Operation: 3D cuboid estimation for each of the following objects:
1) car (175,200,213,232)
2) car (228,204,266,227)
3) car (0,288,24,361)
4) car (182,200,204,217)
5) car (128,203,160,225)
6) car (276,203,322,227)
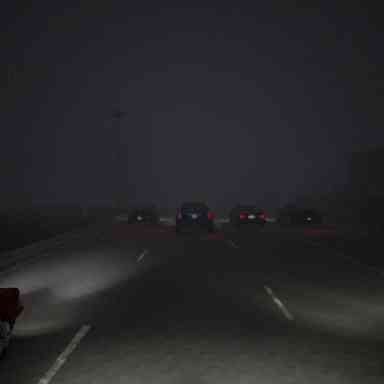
[{"bbox_3d":[0.106,1.342,19.949,2.097,1.767,4.553,0,0,-1],"label":"car"},{"bbox_3d":[3.602,1.535,22.405,2.033,1.411,5.357,0,0,0],"label":"car"},{"bbox_3d":[-3.399,1.599,2.762,1.895,1.301,4.718,0,0,0],"label":"car"},{"bbox_3d":[0.102,1.530,32.842,2.033,1.411,5.357,0,0,0],"label":"car"},{"bbox_3d":[-3.400,1.513,23.911,1.812,1.442,4.674,0,0,0],"label":"car"},{"bbox_3d":[7.102,1.465,22.617,1.882,1.535,5.008,0,0,0],"label":"car"}]
